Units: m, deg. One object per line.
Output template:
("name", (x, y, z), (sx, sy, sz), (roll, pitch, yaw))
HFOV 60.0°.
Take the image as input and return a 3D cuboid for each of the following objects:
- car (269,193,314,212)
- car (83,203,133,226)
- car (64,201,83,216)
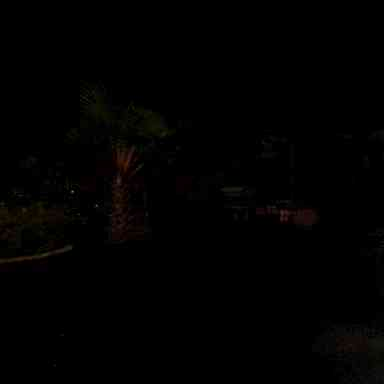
("car", (9.151, 1.008, 30.364), (3.866, 1.878, 1.905), (0, 0, 0))
("car", (-5.869, 1.534, 23.478), (1.812, 1.442, 4.674), (0, 0, -35))
("car", (-11.487, 1.556, 31.355), (2.033, 1.411, 5.357), (0, 0, -36))
